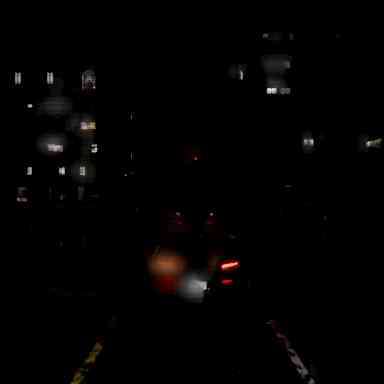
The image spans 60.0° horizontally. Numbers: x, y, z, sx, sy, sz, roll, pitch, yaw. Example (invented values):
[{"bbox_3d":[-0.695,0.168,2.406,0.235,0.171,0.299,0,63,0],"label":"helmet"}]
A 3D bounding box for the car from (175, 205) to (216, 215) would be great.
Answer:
[{"bbox_3d":[0.152,1.562,17.054,1.994,1.385,4.181,0,0,0],"label":"car"}]

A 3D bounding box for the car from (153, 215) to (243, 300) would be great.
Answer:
[{"bbox_3d":[0.130,1.525,8.294,1.812,1.442,4.674,0,0,0],"label":"car"}]

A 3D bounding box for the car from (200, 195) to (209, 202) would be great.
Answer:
[{"bbox_3d":[2.833,1.405,77.088,1.967,1.590,4.097,0,0,0],"label":"car"}]

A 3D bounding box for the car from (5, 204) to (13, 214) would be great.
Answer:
[{"bbox_3d":[-22.334,1.842,37.295,4.206,1.307,1.802,-1,1,1],"label":"car"}]

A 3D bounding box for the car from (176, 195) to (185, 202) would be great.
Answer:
[{"bbox_3d":[-2.493,1.491,74.622,1.812,1.442,4.674,0,0,0],"label":"car"}]

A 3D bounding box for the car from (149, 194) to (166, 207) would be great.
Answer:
[{"bbox_3d":[-5.143,1.301,49.355,2.192,1.841,5.009,0,0,0],"label":"car"}]

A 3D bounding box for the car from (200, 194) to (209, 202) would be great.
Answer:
[{"bbox_3d":[2.775,1.560,60.432,1.802,1.307,4.206,0,0,0],"label":"car"}]

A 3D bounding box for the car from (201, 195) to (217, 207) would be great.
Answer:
[{"bbox_3d":[2.736,1.552,49.329,1.947,1.339,4.313,0,0,0],"label":"car"}]

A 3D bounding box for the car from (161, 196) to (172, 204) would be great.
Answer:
[{"bbox_3d":[-5.086,1.519,66.011,1.887,1.381,4.507,0,0,0],"label":"car"}]

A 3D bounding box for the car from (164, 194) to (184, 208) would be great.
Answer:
[{"bbox_3d":[-2.635,1.491,49.206,1.837,1.490,4.892,0,0,2],"label":"car"}]

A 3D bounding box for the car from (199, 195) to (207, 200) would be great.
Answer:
[{"bbox_3d":[2.871,1.506,88.193,2.008,1.369,4.403,0,0,0],"label":"car"}]

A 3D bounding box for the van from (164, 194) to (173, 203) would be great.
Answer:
[{"bbox_3d":[-5.066,1.311,71.563,1.690,1.788,3.998,0,0,0],"label":"van"}]

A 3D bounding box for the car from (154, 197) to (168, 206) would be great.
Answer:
[{"bbox_3d":[-5.124,1.527,54.907,1.887,1.381,4.507,0,0,0],"label":"car"}]

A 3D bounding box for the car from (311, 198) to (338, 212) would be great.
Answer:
[{"bbox_3d":[15.222,1.339,34.417,5.357,1.411,2.033,-1,0,1],"label":"car"}]

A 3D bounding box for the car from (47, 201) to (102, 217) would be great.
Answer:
[{"bbox_3d":[-11.222,1.592,32.008,5.008,1.535,1.882,-1,0,-4],"label":"car"}]

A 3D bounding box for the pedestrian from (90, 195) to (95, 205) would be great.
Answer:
[{"bbox_3d":[-12.013,1.278,40.130,0.375,1.860,0.375,0,1,1],"label":"pedestrian"}]
